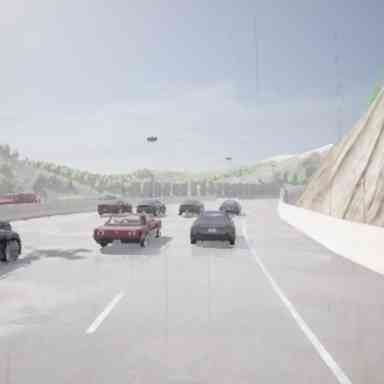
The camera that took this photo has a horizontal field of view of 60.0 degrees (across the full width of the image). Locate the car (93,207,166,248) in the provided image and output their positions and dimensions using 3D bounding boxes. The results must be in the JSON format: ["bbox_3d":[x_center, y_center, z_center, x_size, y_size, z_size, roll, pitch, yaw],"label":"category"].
[{"bbox_3d":[-2.602,1.580,14.696,1.895,1.301,4.718,0,0,5],"label":"car"}]

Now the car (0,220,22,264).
[{"bbox_3d":[-6.542,1.468,8.906,2.128,1.511,4.902,0,0,3],"label":"car"}]

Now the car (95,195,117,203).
[{"bbox_3d":[-18.036,1.365,70.133,1.882,1.535,5.008,0,0,21],"label":"car"}]

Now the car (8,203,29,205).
[{"bbox_3d":[-17.828,1.148,33.150,2.150,2.045,5.566,0,0,11],"label":"car"}]

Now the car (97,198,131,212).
[{"bbox_3d":[-7.203,1.429,31.713,1.882,1.535,5.008,0,0,11],"label":"car"}]

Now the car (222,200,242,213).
[{"bbox_3d":[3.924,1.538,33.703,1.994,1.385,4.181,0,0,12],"label":"car"}]

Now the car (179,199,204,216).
[{"bbox_3d":[0.023,1.472,32.213,1.837,1.490,4.892,0,0,11],"label":"car"}]

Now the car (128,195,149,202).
[{"bbox_3d":[-12.054,1.405,75.451,2.033,1.411,5.357,0,0,22],"label":"car"}]

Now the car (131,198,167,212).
[{"bbox_3d":[-3.740,1.465,31.195,1.837,1.490,4.892,0,0,11],"label":"car"}]

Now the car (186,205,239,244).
[{"bbox_3d":[1.043,1.550,15.733,1.994,1.385,4.181,0,0,6],"label":"car"}]
